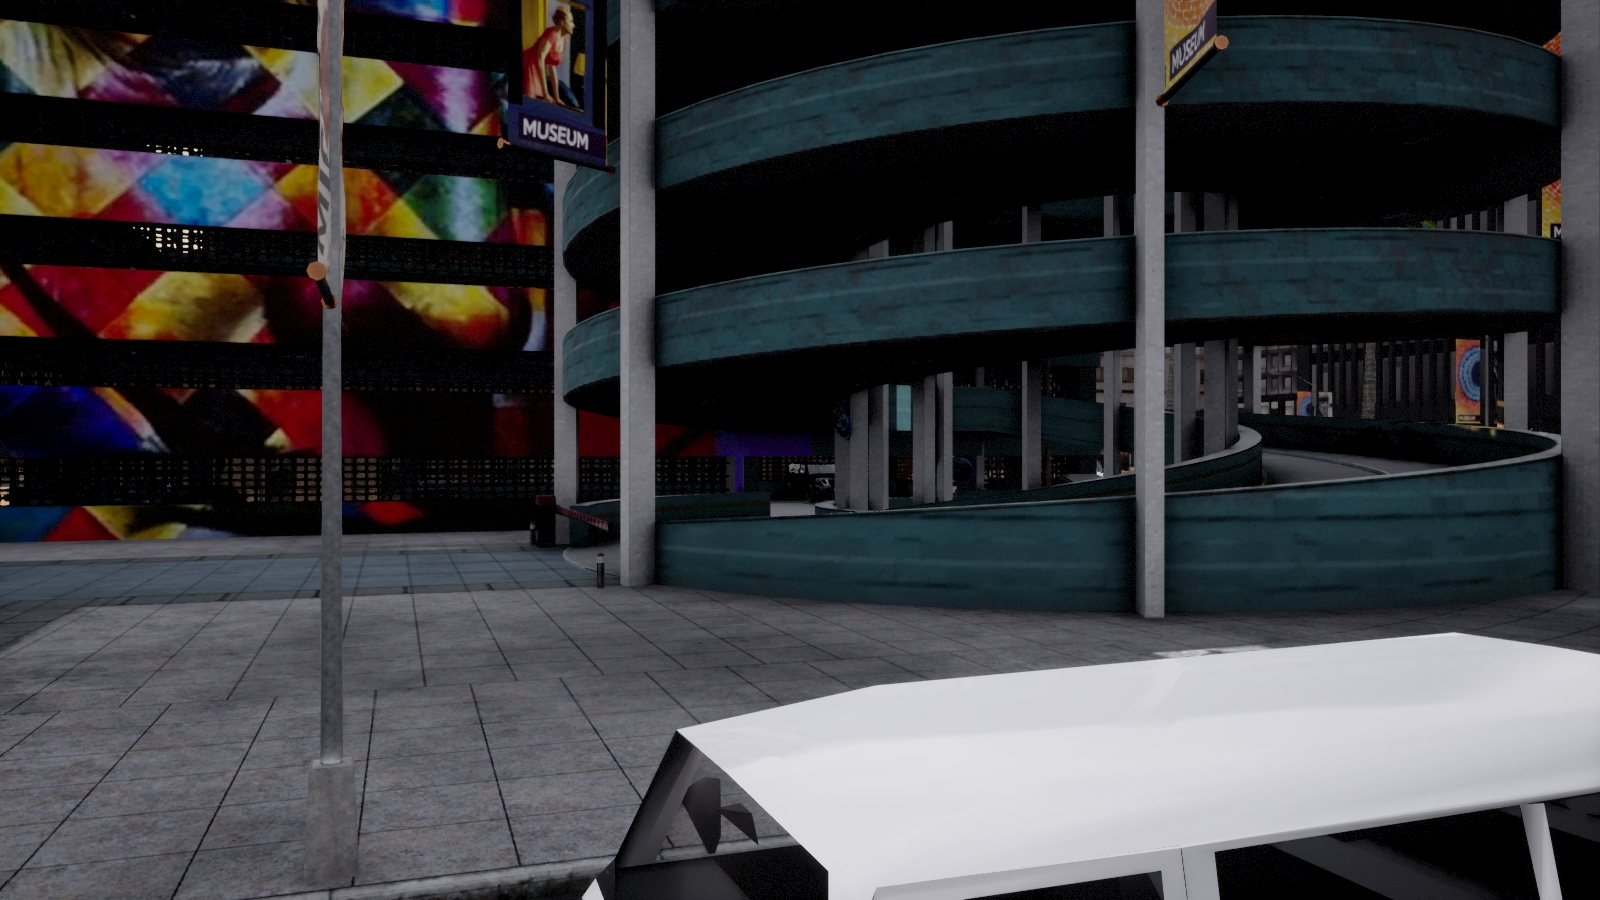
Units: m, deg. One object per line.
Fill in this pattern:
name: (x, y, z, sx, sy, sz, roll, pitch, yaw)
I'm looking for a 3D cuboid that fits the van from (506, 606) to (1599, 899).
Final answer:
van: (1.425, 1.783, 3.850, 4.480, 2.038, 2.069, 0, 0, -21)
